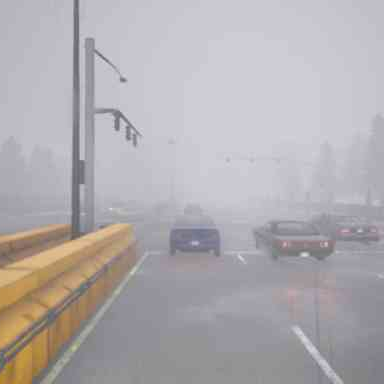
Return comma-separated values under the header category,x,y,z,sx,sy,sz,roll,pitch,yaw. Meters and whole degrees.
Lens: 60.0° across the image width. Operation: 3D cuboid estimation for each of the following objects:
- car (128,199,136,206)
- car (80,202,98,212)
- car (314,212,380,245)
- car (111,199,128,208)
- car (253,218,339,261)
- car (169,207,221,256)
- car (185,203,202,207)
category,x,y,z,sx,sy,sz,roll,pitch,yaw
car,-13.944,2.321,75.234,2.033,1.411,5.357,0,-1,0
car,-14.047,1.994,44.973,1.812,1.442,4.674,0,0,0
car,7.112,1.721,16.570,2.033,1.411,5.357,0,-1,0
car,-13.953,2.256,63.036,1.895,1.301,4.718,0,-1,0
car,3.609,1.736,12.855,1.895,1.301,4.718,0,-1,0
car,0.110,1.623,13.860,1.882,1.535,5.008,0,-1,0
car,0.128,1.949,36.924,1.994,1.385,4.181,0,-1,0
